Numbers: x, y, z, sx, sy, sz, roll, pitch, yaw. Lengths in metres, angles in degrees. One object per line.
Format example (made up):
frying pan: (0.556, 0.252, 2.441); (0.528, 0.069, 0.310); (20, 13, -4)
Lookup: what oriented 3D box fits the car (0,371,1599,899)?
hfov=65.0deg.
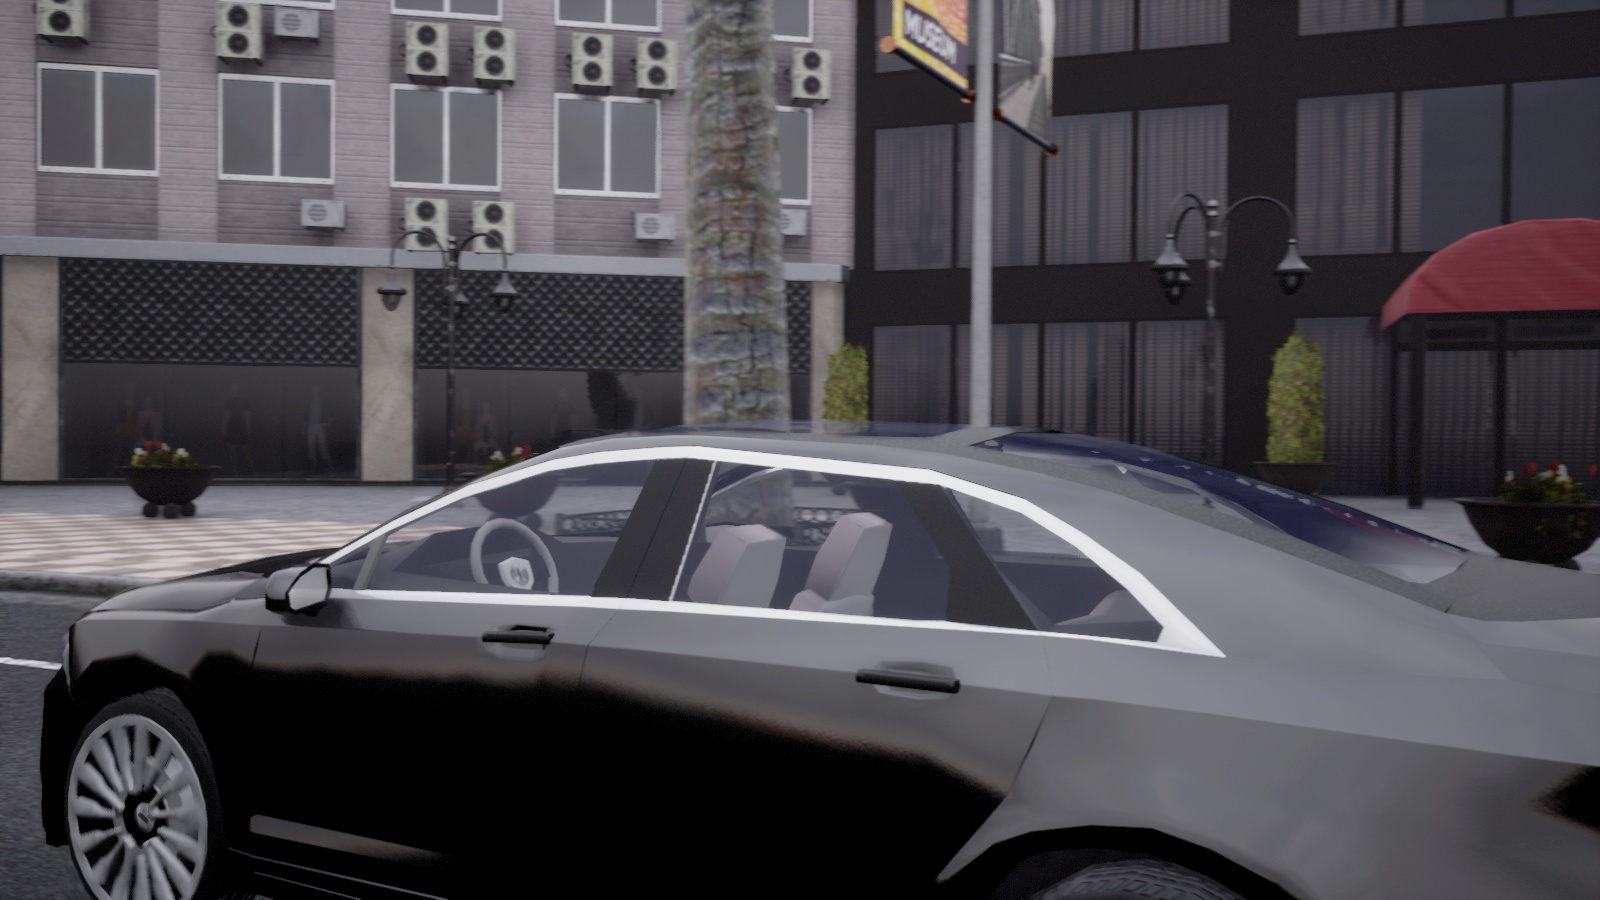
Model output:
car: (-0.147, 0.636, 3.584); (4.902, 1.511, 2.128); (0, 1, 31)
